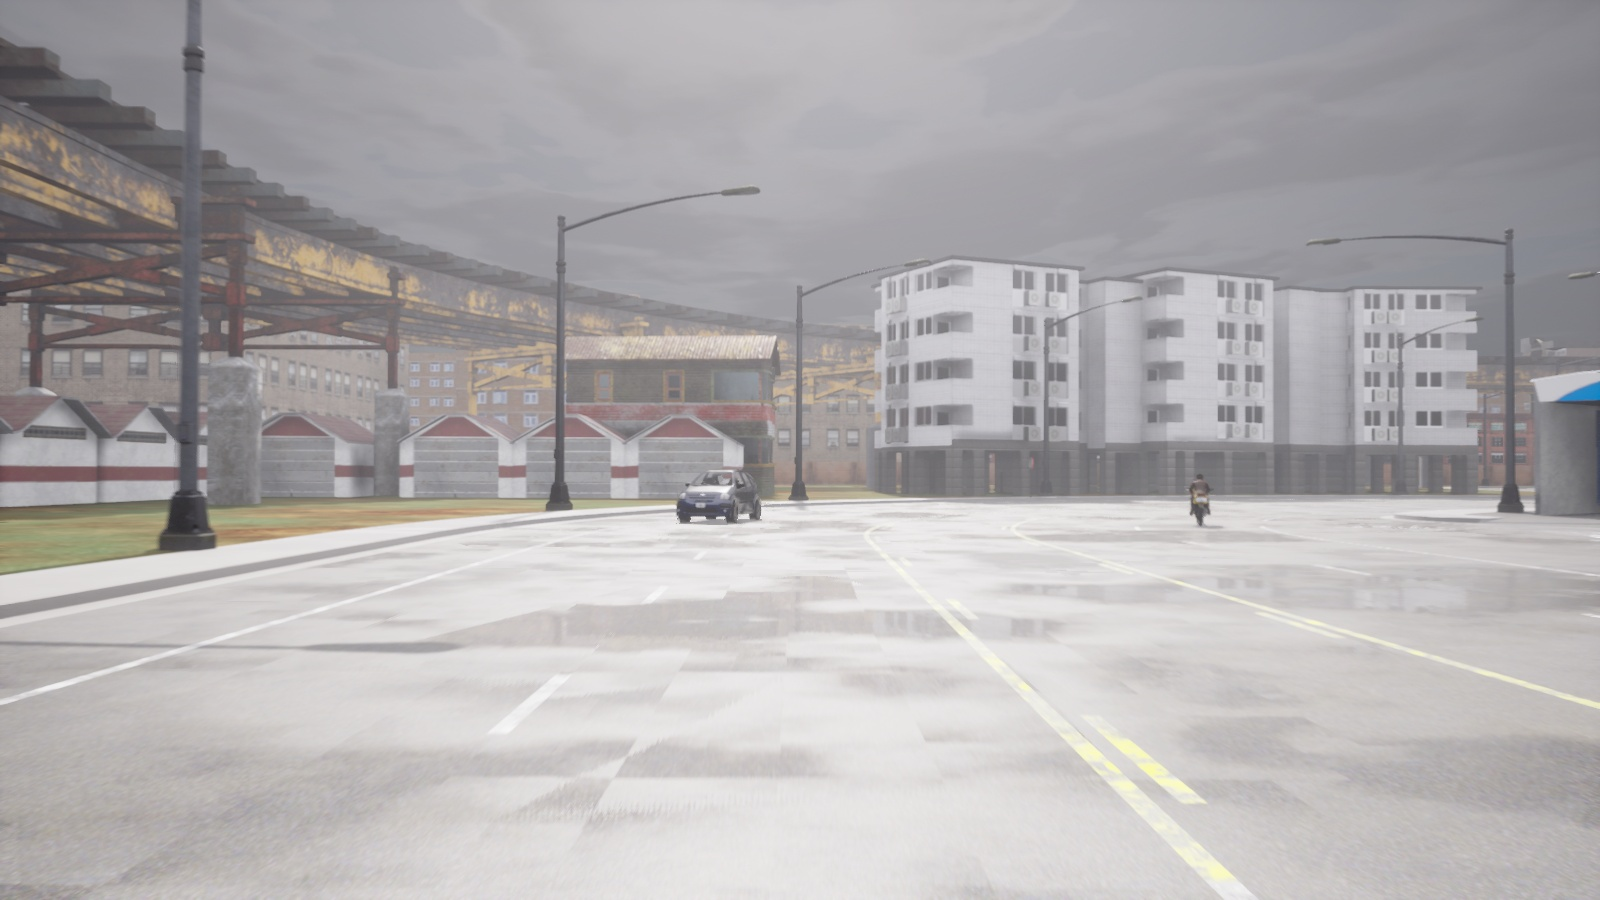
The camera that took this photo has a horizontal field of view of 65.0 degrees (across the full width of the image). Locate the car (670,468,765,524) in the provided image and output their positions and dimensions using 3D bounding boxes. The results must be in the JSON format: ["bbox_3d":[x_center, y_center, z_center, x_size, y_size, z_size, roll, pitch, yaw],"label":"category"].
[{"bbox_3d":[-2.460,1.363,38.418,1.851,1.617,3.988,-1,-1,12],"label":"car"}]

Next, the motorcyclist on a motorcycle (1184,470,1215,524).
[{"bbox_3d":[11.775,1.368,37.085,0.797,1.523,2.044,0,-1,15],"label":"motorcyclist on a motorcycle"}]
